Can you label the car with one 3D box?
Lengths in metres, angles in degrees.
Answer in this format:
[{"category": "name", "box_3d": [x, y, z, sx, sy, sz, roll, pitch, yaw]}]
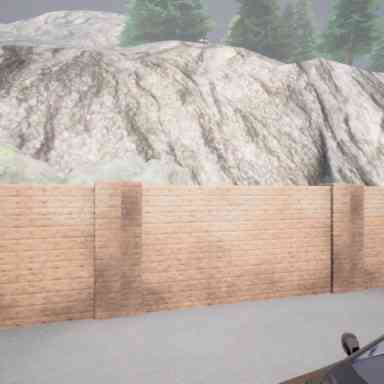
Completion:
[{"category": "car", "box_3d": [2.193, 1.492, 1.896, 4.902, 1.511, 2.128, 0, 0, -18]}]
